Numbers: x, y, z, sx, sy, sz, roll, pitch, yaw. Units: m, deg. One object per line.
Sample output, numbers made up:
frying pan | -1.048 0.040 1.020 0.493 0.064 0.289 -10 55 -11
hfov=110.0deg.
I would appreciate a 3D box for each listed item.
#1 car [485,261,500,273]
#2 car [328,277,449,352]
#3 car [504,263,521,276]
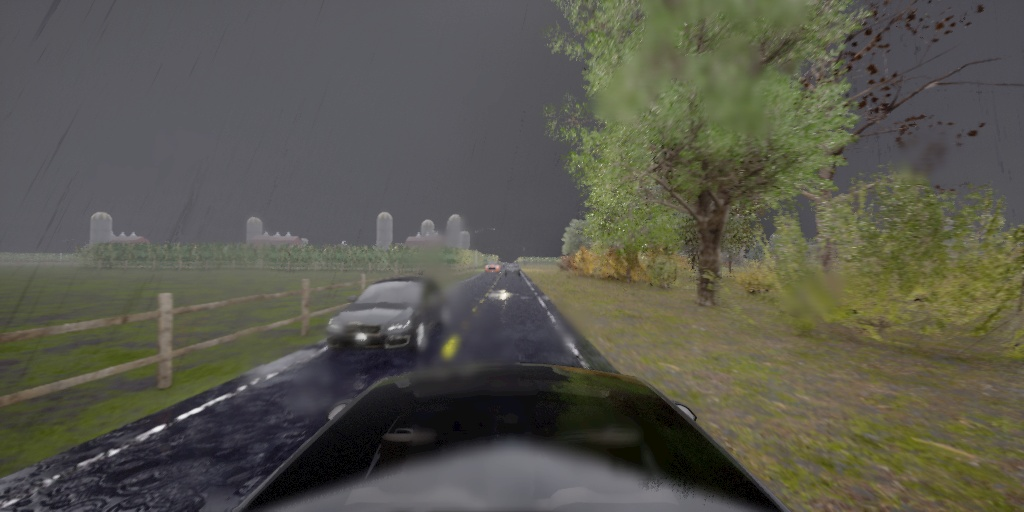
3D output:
car | -2.833 1.573 53.323 2.097 1.767 4.553 0 -1 0
car | -2.841 1.325 9.246 1.837 1.490 4.892 0 -1 0
car | 0.077 1.632 44.662 2.128 1.511 4.902 0 -1 0
